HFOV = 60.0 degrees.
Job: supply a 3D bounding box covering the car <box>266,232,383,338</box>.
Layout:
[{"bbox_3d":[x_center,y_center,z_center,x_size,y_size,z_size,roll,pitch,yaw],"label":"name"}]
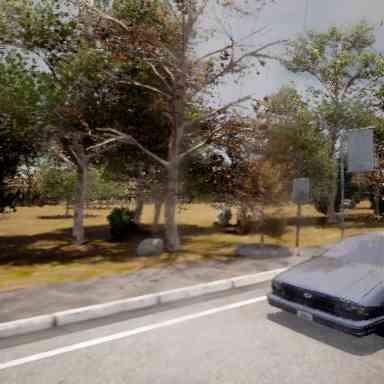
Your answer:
[{"bbox_3d":[3.955,1.559,6.756,5.357,1.411,2.033,0,0,-35],"label":"car"}]
